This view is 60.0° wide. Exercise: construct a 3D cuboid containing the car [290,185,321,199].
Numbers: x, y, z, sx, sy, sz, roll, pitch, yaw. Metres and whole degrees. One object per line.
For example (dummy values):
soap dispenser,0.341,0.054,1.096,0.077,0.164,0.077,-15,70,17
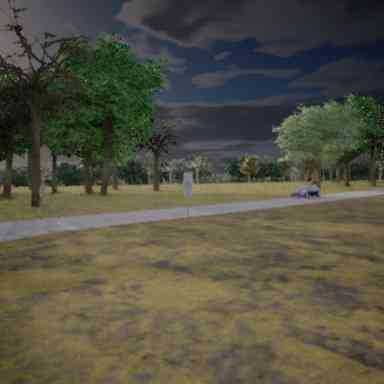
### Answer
car,14.491,-0.120,42.417,4.553,1.767,2.097,-3,3,-42
